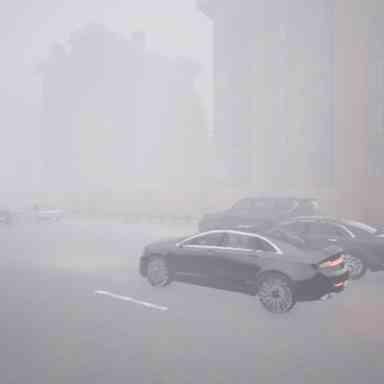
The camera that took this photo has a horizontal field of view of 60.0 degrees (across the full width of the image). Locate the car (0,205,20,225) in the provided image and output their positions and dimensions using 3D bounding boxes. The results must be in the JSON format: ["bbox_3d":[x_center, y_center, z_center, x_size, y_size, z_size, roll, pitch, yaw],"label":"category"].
[{"bbox_3d":[-13.864,1.525,22.471,4.674,1.442,1.812,0,0,36],"label":"car"}]

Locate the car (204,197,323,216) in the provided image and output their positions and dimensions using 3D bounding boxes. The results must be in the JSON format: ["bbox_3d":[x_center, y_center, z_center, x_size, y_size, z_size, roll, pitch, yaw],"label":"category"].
[{"bbox_3d":[2.963,1.221,14.774,5.566,2.045,2.150,0,0,35],"label":"car"}]

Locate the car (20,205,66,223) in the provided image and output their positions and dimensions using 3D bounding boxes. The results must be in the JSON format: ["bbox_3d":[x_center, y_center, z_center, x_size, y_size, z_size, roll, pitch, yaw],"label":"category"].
[{"bbox_3d":[-11.744,1.600,25.259,4.718,1.301,1.895,0,0,35],"label":"car"}]

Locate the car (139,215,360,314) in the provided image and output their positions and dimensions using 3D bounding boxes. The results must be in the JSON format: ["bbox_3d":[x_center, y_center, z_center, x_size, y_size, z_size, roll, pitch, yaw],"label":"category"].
[{"bbox_3d":[0.919,1.491,7.635,4.902,1.511,2.128,0,0,35],"label":"car"}]

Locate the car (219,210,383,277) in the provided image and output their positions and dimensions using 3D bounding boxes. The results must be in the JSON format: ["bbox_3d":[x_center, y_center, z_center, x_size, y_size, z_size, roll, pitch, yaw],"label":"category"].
[{"bbox_3d":[3.482,1.504,10.106,4.892,1.490,1.837,0,0,35],"label":"car"}]
